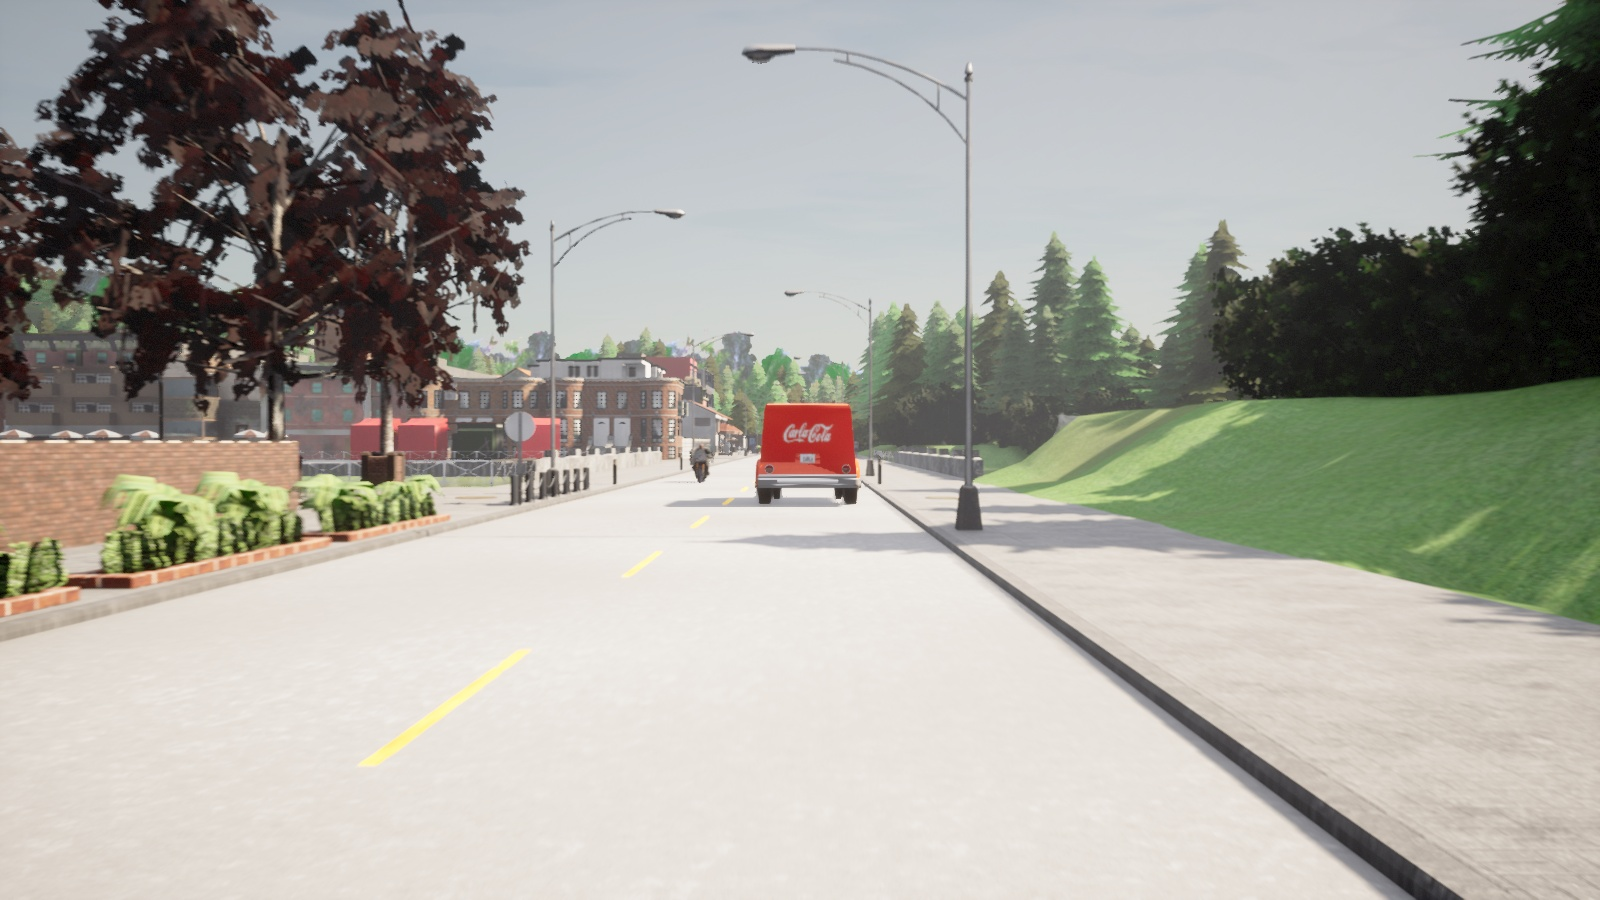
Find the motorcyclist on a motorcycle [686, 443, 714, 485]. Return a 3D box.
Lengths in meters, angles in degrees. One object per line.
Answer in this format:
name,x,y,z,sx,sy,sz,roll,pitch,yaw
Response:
motorcyclist on a motorcycle,-3.715,0.517,46.947,0.866,1.530,2.191,0,0,0

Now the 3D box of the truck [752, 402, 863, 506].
truck,0.202,0.079,32.386,2.627,2.467,5.204,0,0,0
